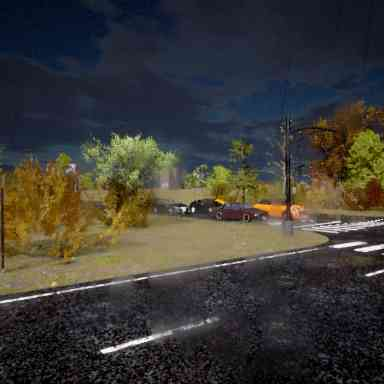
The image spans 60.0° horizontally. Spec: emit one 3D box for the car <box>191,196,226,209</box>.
[{"bbox_3d":[2.146,1.409,44.801,1.882,1.535,5.008,0,1,-38],"label":"car"}]

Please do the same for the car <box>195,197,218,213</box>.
[{"bbox_3d":[1.691,1.488,34.529,1.837,1.490,4.892,0,0,-38],"label":"car"}]

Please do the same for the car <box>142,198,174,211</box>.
[{"bbox_3d":[-4.419,1.499,42.306,1.812,1.442,4.674,0,0,-38],"label":"car"}]

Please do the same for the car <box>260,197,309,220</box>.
[{"bbox_3d":[7.277,1.345,27.418,2.097,1.767,4.553,0,0,-38],"label":"car"}]

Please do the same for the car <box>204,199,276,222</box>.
[{"bbox_3d":[3.723,1.560,26.683,2.033,1.411,5.357,0,0,-38],"label":"car"}]

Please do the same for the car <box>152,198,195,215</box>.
[{"bbox_3d":[-2.293,1.493,34.341,2.128,1.511,4.902,0,0,-38],"label":"car"}]
